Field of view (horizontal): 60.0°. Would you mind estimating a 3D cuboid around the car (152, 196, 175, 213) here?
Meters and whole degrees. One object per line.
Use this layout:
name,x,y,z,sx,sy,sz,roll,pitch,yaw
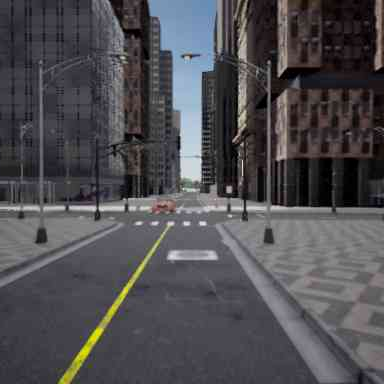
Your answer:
car,-3.001,1.266,35.578,2.097,1.767,4.553,0,-1,0
